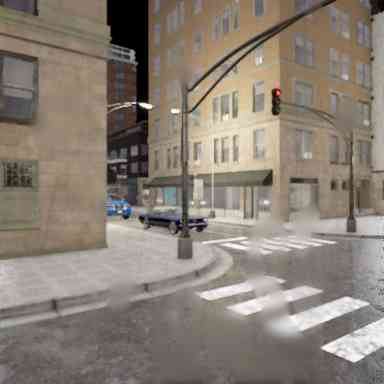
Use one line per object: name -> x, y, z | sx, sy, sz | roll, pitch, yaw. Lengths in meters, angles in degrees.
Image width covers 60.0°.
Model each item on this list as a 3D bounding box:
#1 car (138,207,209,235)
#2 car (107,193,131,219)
car -> -1.133, 1.510, 18.536 | 1.895, 1.301, 4.718 | 0, 0, -36
car -> -6.861, 1.079, 26.528 | 2.150, 2.045, 5.566 | 0, 0, -36
